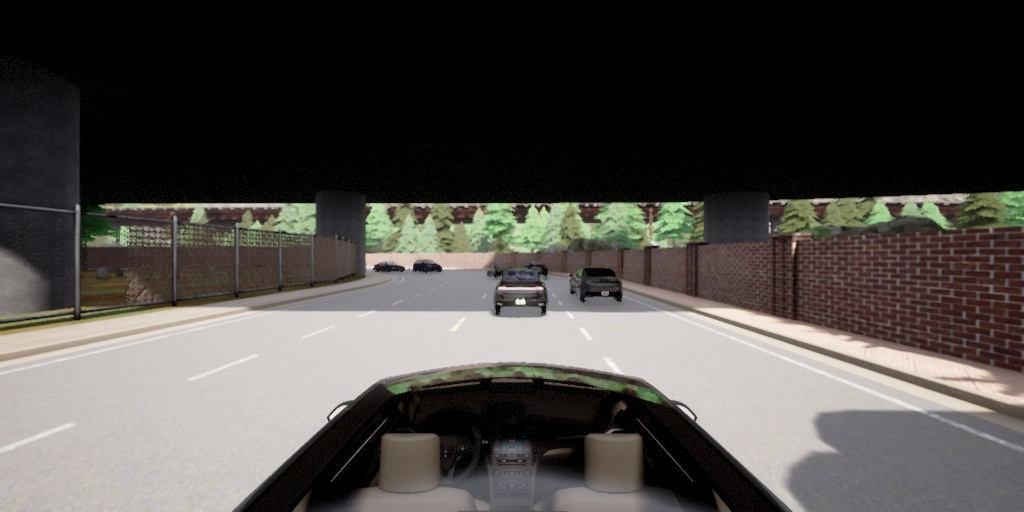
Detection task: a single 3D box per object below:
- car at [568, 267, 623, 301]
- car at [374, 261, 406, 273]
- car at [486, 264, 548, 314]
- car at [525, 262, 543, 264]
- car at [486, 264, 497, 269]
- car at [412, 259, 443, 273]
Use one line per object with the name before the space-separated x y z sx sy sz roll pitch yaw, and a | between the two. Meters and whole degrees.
car | 3.932 1.278 17.339 1.837 1.490 4.892 0 0 1
car | -14.939 1.335 43.596 5.357 1.411 2.033 0 0 45
car | 0.345 1.257 13.876 2.128 1.511 4.902 0 0 2
car | 1.946 1.281 34.969 2.128 1.511 4.902 0 0 -16
car | -1.176 1.387 33.673 1.895 1.301 4.718 0 0 -15
car | -10.215 1.142 43.258 2.097 1.767 4.553 0 0 -40
